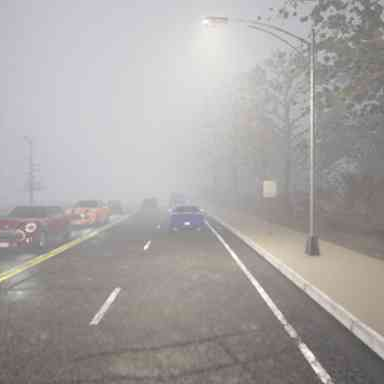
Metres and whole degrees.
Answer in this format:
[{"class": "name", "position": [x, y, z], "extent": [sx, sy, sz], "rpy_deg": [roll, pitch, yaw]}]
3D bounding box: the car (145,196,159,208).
[{"class": "car", "position": [-5.634, 1.328, 47.643], "extent": [1.882, 1.535, 5.008], "rpy_deg": [0, 0, -5]}]

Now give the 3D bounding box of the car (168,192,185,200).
[{"class": "car", "position": [-2.095, 1.076, 45.557], "extent": [2.150, 2.045, 5.566], "rpy_deg": [0, 0, -5]}]

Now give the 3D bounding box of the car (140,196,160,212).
[{"class": "car", "position": [-4.594, 1.392, 36.314], "extent": [1.837, 1.490, 4.892], "rpy_deg": [0, 0, -4]}]

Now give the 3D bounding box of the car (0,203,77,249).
[{"class": "car", "position": [-6.842, 1.313, 14.258], "extent": [2.097, 1.767, 4.553], "rpy_deg": [0, 0, -1]}]

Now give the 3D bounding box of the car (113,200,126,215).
[{"class": "car", "position": [-7.668, 1.466, 32.734], "extent": [1.994, 1.385, 4.181], "rpy_deg": [0, 0, -4]}]

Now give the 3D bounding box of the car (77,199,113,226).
[{"class": "car", "position": [-7.117, 1.286, 22.851], "extent": [2.097, 1.767, 4.553], "rpy_deg": [0, 0, -2]}]

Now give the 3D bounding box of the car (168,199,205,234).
[{"class": "car", "position": [-0.338, 1.420, 19.022], "extent": [1.882, 1.535, 5.008], "rpy_deg": [0, 0, -2]}]
